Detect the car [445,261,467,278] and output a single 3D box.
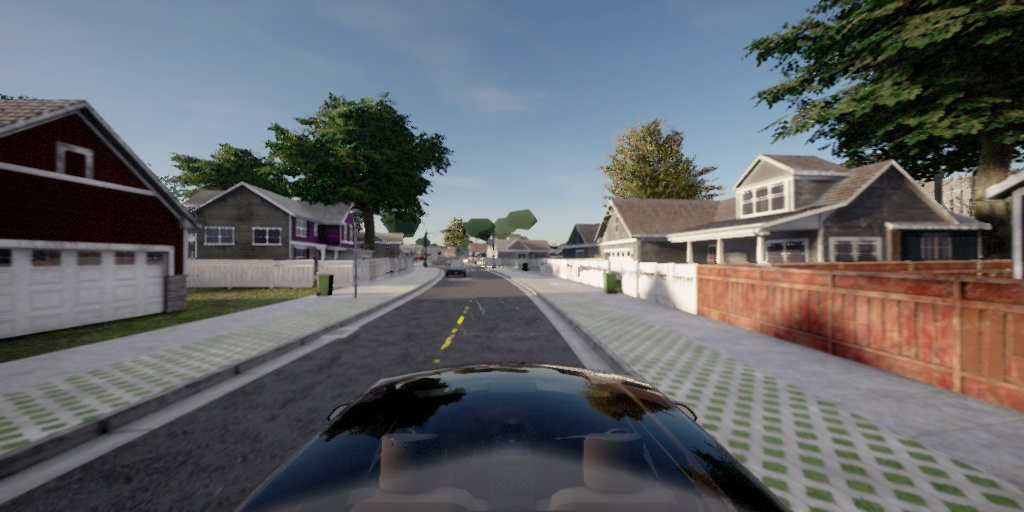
[{"bbox_3d":[-5.393,1.242,34.740,1.882,1.535,5.008,0,0,-8],"label":"car"}]
